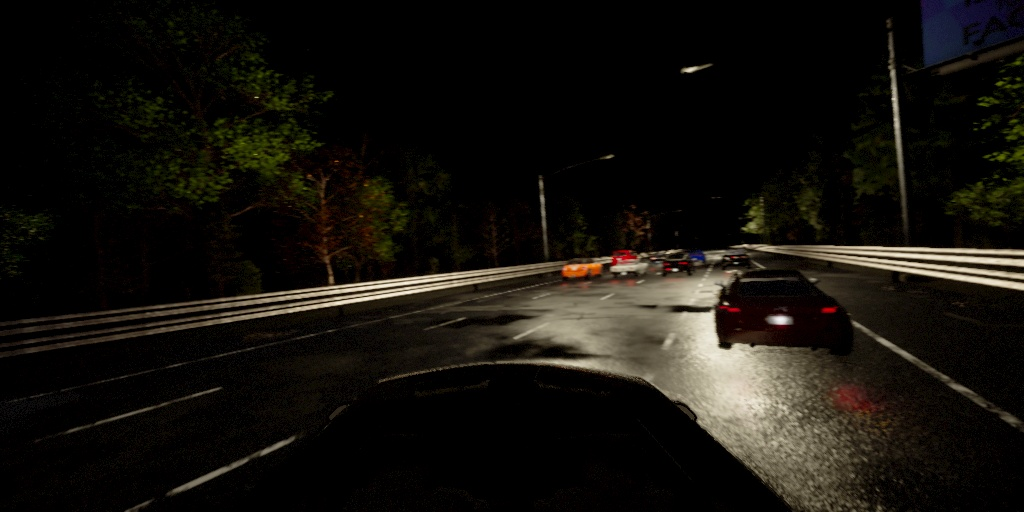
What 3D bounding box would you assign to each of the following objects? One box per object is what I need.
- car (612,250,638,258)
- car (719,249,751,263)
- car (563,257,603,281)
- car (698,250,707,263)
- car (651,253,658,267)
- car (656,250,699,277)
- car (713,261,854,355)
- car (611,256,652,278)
[{"bbox_3d":[13.100,0.400,41.332,2.150,2.045,5.566,-4,0,31],"label":"car"},{"bbox_3d":[17.153,0.233,27.559,2.128,1.511,4.902,-4,-1,31],"label":"car"},{"bbox_3d":[5.791,0.932,29.035,2.097,1.767,4.553,-4,-1,31],"label":"car"},{"bbox_3d":[21.211,0.067,41.243,1.882,1.535,5.008,-4,0,31],"label":"car"},{"bbox_3d":[17.282,0.369,41.476,2.128,1.511,4.902,-4,-1,31],"label":"car"},{"bbox_3d":[11.994,0.603,25.771,1.837,1.490,4.892,-5,-1,31],"label":"car"},{"bbox_3d":[5.437,0.970,7.642,1.994,1.385,4.181,-4,-1,31],"label":"car"},{"bbox_3d":[9.229,0.921,27.942,1.895,1.301,4.718,-5,-1,31],"label":"car"}]
